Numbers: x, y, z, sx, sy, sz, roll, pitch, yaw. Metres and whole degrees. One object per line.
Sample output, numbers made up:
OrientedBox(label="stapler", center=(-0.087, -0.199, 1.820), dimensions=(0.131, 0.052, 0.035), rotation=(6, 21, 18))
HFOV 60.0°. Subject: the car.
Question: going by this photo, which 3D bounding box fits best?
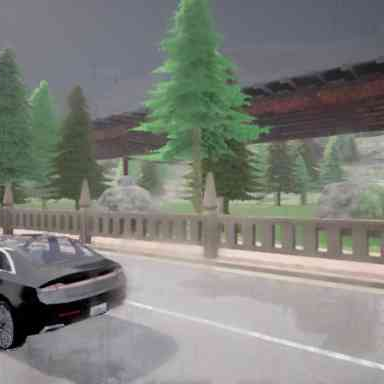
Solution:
OrientedBox(label="car", center=(-3.384, 1.567, 6.358), dimensions=(4.902, 1.511, 2.128), rotation=(-1, 0, 35))
